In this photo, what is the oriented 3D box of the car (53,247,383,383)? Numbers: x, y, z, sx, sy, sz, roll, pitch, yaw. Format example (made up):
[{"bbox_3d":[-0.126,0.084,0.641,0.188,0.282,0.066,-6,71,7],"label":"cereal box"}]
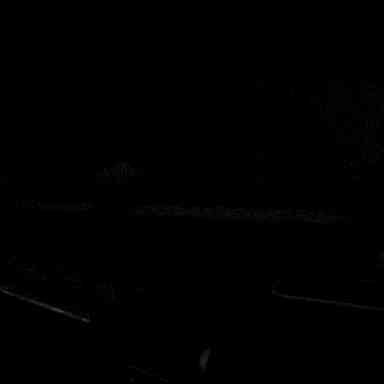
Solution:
[{"bbox_3d":[1.266,1.315,2.059,5.009,1.841,2.192,0,0,36],"label":"car"}]
